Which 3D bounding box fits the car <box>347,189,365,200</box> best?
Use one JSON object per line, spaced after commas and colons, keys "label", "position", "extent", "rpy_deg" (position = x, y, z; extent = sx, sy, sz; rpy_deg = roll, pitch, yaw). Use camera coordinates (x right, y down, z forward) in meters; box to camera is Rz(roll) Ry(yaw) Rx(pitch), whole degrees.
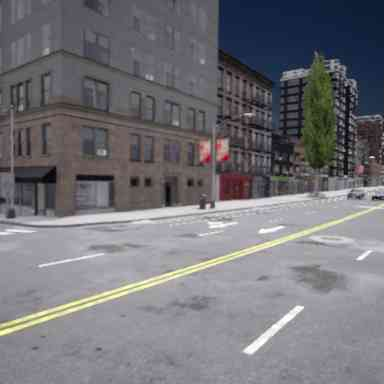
{"label": "car", "position": [24.305, 0.311, 49.157], "extent": [1.837, 1.490, 4.892], "rpy_deg": [2, 3, 37]}

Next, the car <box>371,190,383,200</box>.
{"label": "car", "position": [26.900, 0.448, 47.205], "extent": [2.033, 1.411, 5.357], "rpy_deg": [2, 3, 37]}
